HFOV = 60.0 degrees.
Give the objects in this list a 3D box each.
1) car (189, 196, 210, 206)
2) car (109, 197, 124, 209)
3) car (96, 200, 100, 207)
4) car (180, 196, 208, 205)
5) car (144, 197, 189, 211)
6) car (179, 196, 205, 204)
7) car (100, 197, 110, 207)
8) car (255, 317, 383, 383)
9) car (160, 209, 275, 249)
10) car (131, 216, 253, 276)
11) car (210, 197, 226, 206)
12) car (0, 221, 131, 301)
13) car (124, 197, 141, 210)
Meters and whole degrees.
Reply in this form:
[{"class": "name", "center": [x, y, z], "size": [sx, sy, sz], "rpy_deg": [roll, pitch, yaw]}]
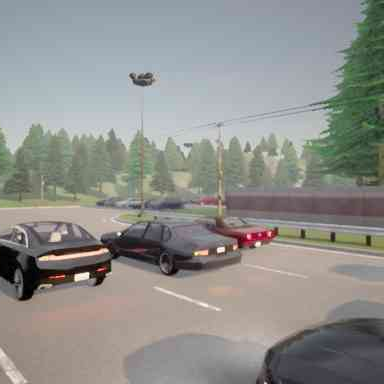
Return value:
[{"class": "car", "center": [2.173, 1.471, 54.547], "size": [5.008, 1.535, 1.882], "rpy_deg": [-1, 1, -43]}, {"class": "car", "center": [-8.308, 1.519, 44.919], "size": [4.674, 1.442, 1.812], "rpy_deg": [0, 0, -43]}, {"class": "car", "center": [-12.189, 1.470, 50.857], "size": [5.008, 1.535, 1.882], "rpy_deg": [0, 0, -43]}, {"class": "car", "center": [0.365, 1.498, 57.633], "size": [4.892, 1.490, 1.837], "rpy_deg": [0, 0, -42]}, {"class": "car", "center": [-3.113, 1.347, 40.184], "size": [4.553, 1.767, 2.097], "rpy_deg": [0, 0, -43]}, {"class": "car", "center": [0.042, 1.498, 62.070], "size": [4.892, 1.490, 1.837], "rpy_deg": [0, 0, -42]}, {"class": "car", "center": [-10.188, 1.484, 47.945], "size": [4.902, 1.511, 2.128], "rpy_deg": [0, 0, -43]}, {"class": "car", "center": [2.584, 1.505, 1.686], "size": [1.837, 1.490, 4.892], "rpy_deg": [0, 0, -43]}, {"class": "car", "center": [0.887, 1.599, 13.659], "size": [1.895, 1.301, 4.718], "rpy_deg": [0, 0, -43]}, {"class": "car", "center": [-0.951, 1.546, 10.476], "size": [2.033, 1.411, 5.357], "rpy_deg": [0, 0, -43]}, {"class": "car", "center": [5.864, 1.541, 53.194], "size": [5.357, 1.411, 2.033], "rpy_deg": [0, 0, -43]}, {"class": "car", "center": [-3.856, 1.490, 8.471], "size": [2.128, 1.511, 4.902], "rpy_deg": [0, 0, -43]}, {"class": "car", "center": [-5.551, 1.542, 42.699], "size": [5.357, 1.411, 2.033], "rpy_deg": [0, 0, -43]}]
